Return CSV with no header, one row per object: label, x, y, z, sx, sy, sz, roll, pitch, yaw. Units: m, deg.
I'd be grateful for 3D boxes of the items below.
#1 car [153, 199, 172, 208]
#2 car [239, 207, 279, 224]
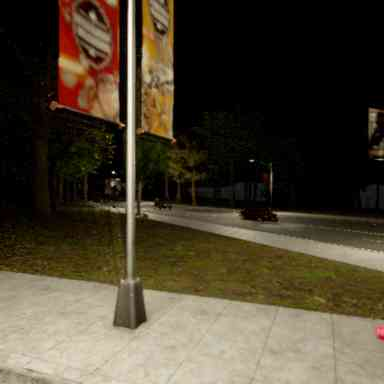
car,-5.523,2.268,61.753,2.150,2.045,5.566,0,0,-24
car,6.732,2.327,33.836,1.882,1.535,5.008,0,0,-24
